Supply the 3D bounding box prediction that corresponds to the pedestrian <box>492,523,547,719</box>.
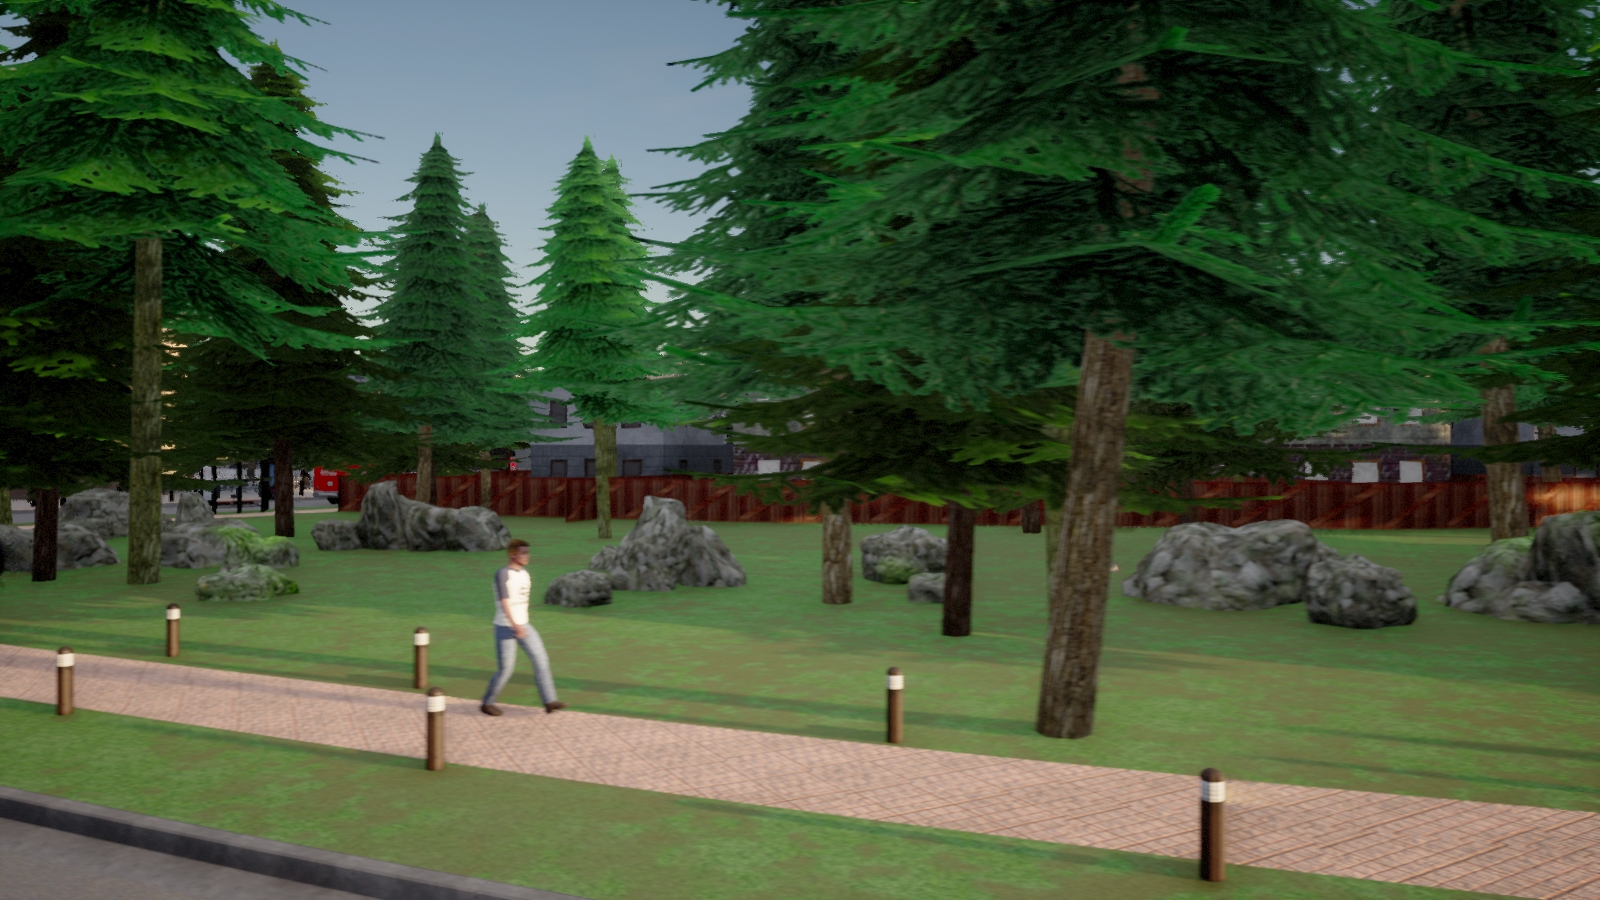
[{"bbox_3d":[-2.767,1.666,11.282,0.375,1.860,0.375,0,0,24],"label":"pedestrian"}]
